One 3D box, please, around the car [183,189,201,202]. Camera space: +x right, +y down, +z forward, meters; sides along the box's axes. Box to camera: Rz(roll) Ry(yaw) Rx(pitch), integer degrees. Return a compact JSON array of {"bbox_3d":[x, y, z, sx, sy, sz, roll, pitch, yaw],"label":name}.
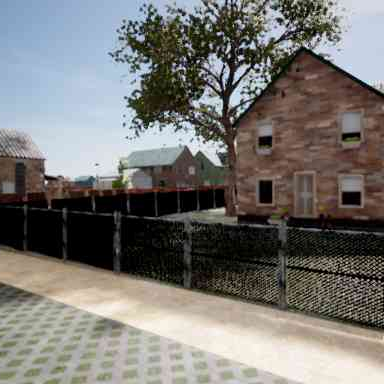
[{"bbox_3d":[0.236,0.388,33.077,1.812,1.442,4.674,0,2,36],"label":"car"}]
